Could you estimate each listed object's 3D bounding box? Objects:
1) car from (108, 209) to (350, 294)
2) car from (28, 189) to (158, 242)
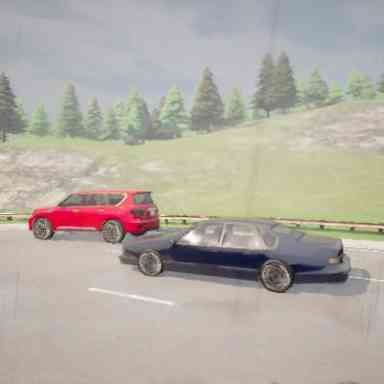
[{"bbox_3d":[0.852,1.327,8.043,5.357,1.411,2.033,0,1,25],"label":"car"},{"bbox_3d":[-4.086,0.921,13.895,5.566,2.045,2.150,0,1,19],"label":"car"}]
